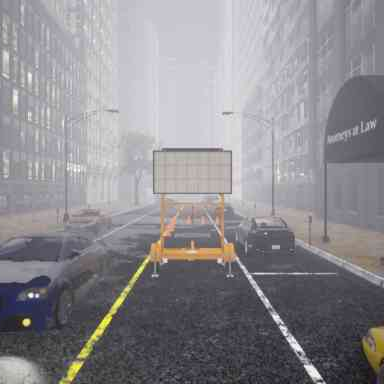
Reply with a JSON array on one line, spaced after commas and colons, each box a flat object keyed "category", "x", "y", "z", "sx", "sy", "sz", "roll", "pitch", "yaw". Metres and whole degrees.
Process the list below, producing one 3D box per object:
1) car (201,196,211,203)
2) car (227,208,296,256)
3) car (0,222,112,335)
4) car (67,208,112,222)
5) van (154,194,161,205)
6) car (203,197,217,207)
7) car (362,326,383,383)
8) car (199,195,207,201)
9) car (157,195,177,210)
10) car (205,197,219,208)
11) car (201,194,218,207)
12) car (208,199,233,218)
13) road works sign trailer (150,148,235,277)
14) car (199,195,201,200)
[{"category": "car", "x": 2.826, "y": 1.505, "z": 69.904, "sx": 1.887, "sy": 1.381, "sz": 4.507, "roll": 0, "pitch": 0, "yaw": 0}, {"category": "car", "x": 2.710, "y": 1.548, "z": 12.922, "sx": 2.008, "sy": 1.369, "sz": 4.403, "roll": 0, "pitch": 0, "yaw": 0}, {"category": "car", "x": -3.089, "y": 1.563, "z": 6.765, "sx": 1.994, "sy": 1.385, "sz": 4.181, "roll": 0, "pitch": 0, "yaw": 0}, {"category": "car", "x": -5.659, "y": 1.578, "z": 18.643, "sx": 1.802, "sy": 1.307, "sz": 4.206, "roll": 0, "pitch": 0, "yaw": 0}, {"category": "van", "x": -5.579, "y": 1.313, "z": 58.529, "sx": 1.690, "sy": 1.788, "sz": 3.998, "roll": 0, "pitch": 0, "yaw": 0}, {"category": "car", "x": 2.791, "y": 1.522, "z": 52.808, "sx": 1.887, "sy": 1.381, "sz": 4.507, "roll": 0, "pitch": 0, "yaw": 0}, {"category": "car", "x": 2.687, "y": 1.525, "z": 1.697, "sx": 1.752, "sy": 1.417, "sz": 4.829, "roll": 0, "pitch": 0, "yaw": 0}, {"category": "car", "x": 2.862, "y": 1.463, "z": 87.169, "sx": 1.752, "sy": 1.417, "sz": 4.829, "roll": 0, "pitch": 0, "yaw": 0}, {"category": "car", "x": -2.917, "y": 1.490, "z": 42.054, "sx": 1.837, "sy": 1.490, "sz": 4.892, "roll": 0, "pitch": 0, "yaw": 0}, {"category": "car", "x": 2.757, "y": 1.534, "z": 35.714, "sx": 1.887, "sy": 1.381, "sz": 4.507, "roll": 0, "pitch": 0, "yaw": 0}, {"category": "car", "x": 2.779, "y": 1.297, "z": 47.111, "sx": 2.192, "sy": 1.841, "sz": 5.009, "roll": 0, "pitch": 0, "yaw": 0}, {"category": "car", "x": 2.744, "y": 1.558, "z": 30.016, "sx": 1.947, "sy": 1.339, "sz": 4.313, "roll": 0, "pitch": 0, "yaw": 0}, {"category": "road works sign trailer", "x": 0.018, "y": 0.462, "z": 10.214, "sx": 2.380, "sy": 3.560, "sz": 2.880, "roll": 0, "pitch": 0, "yaw": 0}, {"category": "car", "x": 2.802, "y": 1.287, "z": 58.507, "sx": 2.192, "sy": 1.841, "sz": 5.009, "roll": 0, "pitch": 0, "yaw": 0}]
